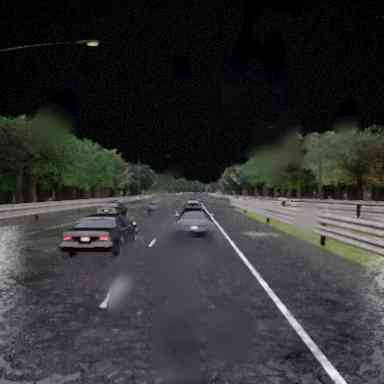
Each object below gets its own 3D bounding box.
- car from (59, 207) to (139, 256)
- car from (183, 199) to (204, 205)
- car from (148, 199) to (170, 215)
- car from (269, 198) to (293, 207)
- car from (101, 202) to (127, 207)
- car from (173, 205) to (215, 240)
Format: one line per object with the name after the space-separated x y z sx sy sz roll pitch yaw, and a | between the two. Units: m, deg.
-3.391 1.551 13.120 2.033 1.411 5.357 0 0 0 | car
0.109 1.515 34.553 1.837 1.490 4.892 0 0 0 | car
-3.392 1.502 34.414 2.128 1.511 4.902 0 0 0 | car
11.949 1.580 45.492 1.882 1.535 5.008 0 0 -13 | car
-6.894 1.556 29.195 2.033 1.411 5.357 0 0 0 | car
0.104 1.568 16.917 1.994 1.385 4.181 0 0 0 | car
